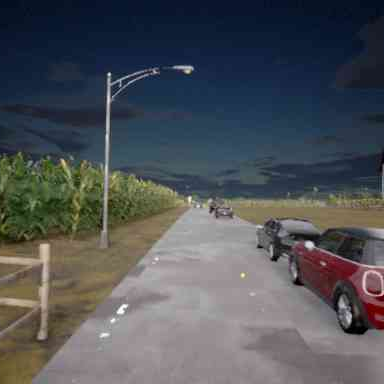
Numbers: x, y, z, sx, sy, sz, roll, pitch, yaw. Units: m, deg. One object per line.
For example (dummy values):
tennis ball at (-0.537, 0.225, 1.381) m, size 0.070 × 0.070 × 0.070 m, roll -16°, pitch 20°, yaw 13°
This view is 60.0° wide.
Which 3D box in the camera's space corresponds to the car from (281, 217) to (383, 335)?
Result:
car at (3.630, 1.525, 7.197) m, size 2.097 × 1.767 × 4.553 m, roll 1°, pitch -1°, yaw 1°

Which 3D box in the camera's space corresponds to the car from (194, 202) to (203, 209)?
car at (1.283, 2.716, 67.084) m, size 2.128 × 1.511 × 4.902 m, roll 1°, pitch -1°, yaw 1°

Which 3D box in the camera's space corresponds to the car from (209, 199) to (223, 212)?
car at (3.665, 2.078, 48.832) m, size 2.150 × 2.045 × 5.566 m, roll 1°, pitch -1°, yaw 1°

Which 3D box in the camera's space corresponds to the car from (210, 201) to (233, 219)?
car at (3.439, 2.077, 36.572) m, size 2.128 × 1.511 × 4.902 m, roll 1°, pitch -1°, yaw 2°

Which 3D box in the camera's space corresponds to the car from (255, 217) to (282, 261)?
car at (3.751, 1.753, 13.225) m, size 1.837 × 1.490 × 4.892 m, roll 1°, pitch -1°, yaw 1°
